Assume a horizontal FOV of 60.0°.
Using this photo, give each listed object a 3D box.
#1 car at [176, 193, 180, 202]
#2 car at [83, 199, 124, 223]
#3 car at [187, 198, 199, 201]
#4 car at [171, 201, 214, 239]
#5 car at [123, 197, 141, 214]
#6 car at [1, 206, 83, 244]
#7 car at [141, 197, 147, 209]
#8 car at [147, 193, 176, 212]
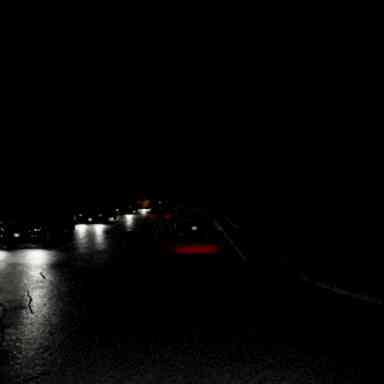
[{"bbox_3d":[-3.406,1.164,61.801,2.150,2.045,5.566,0,0,0],"label":"car"},{"bbox_3d":[-7.032,1.524,25.647,2.033,1.411,5.357,0,0,0],"label":"car"},{"bbox_3d":[0.098,1.456,39.804,2.128,1.511,4.902,0,0,0],"label":"car"},{"bbox_3d":[0.099,1.462,17.393,1.882,1.535,5.008,0,0,0],"label":"car"},{"bbox_3d":[-7.002,1.446,35.456,1.882,1.535,5.008,0,0,0],"label":"car"},{"bbox_3d":[-7.086,1.490,15.867,1.837,1.490,4.892,0,0,0],"label":"car"},{"bbox_3d":[-7.002,1.437,45.481,1.882,1.535,5.008,0,0,0],"label":"car"},{"bbox_3d":[-3.402,1.187,38.129,2.150,2.045,5.566,0,0,0],"label":"car"}]
